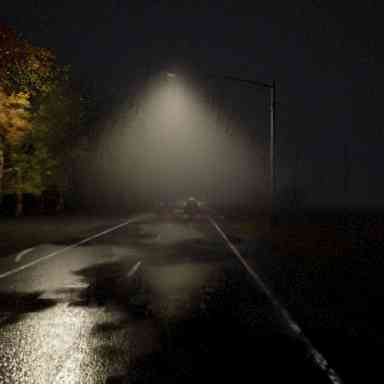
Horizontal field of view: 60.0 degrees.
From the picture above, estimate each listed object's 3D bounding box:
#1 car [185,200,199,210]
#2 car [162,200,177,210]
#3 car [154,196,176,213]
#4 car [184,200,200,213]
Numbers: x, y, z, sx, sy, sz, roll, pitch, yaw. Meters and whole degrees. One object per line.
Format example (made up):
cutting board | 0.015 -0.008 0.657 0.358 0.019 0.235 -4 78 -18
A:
car | -0.002 1.988 52.489 2.033 1.411 5.357 0 0 0
car | -3.502 1.988 52.488 2.033 1.411 5.357 0 0 0
car | -3.501 1.577 42.009 2.150 2.045 5.566 0 0 0
car | -0.001 1.833 41.978 1.882 1.535 5.008 0 0 0
